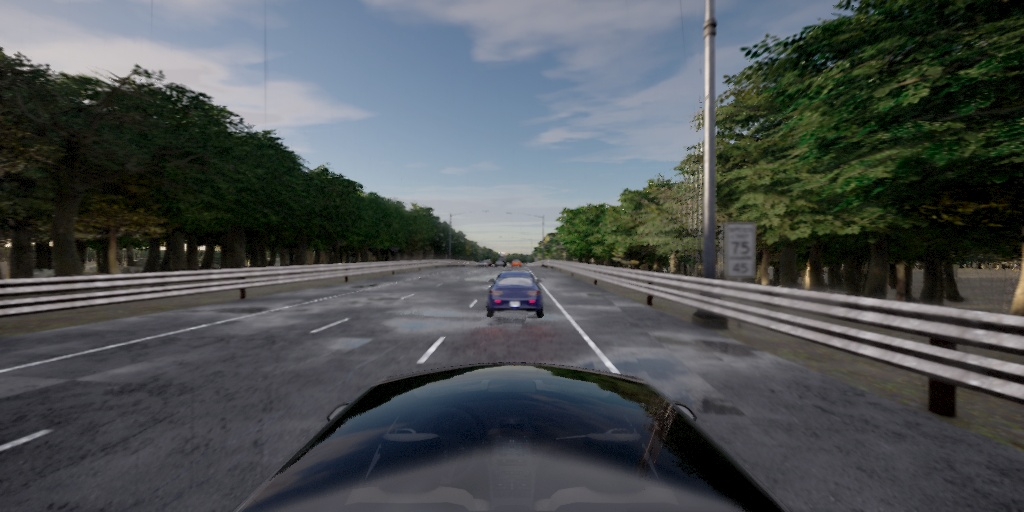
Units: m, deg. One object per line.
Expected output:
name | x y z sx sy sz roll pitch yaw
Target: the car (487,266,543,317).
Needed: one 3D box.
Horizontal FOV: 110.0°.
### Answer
car | 0.122 1.269 13.070 1.812 1.442 4.674 0 0 1
